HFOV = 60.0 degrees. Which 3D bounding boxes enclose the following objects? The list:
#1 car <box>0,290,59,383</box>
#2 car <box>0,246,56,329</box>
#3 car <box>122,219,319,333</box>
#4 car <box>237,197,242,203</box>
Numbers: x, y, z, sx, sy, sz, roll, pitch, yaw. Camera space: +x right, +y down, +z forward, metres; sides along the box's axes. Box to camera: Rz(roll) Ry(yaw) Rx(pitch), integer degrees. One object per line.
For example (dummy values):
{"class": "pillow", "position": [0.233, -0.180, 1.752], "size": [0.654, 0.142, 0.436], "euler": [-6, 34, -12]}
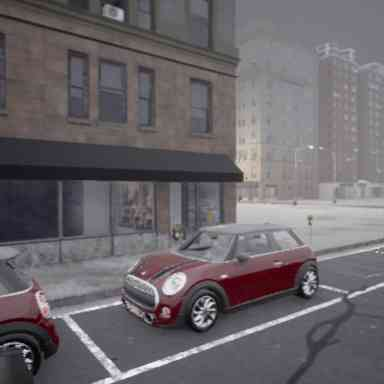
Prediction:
{"class": "car", "position": [-2.928, 1.615, 0.983], "size": [4.718, 1.301, 1.895], "euler": [-1, 0, -36]}
{"class": "car", "position": [-3.730, 1.448, 3.525], "size": [4.097, 1.590, 1.967], "euler": [-1, 0, -36]}
{"class": "car", "position": [0.670, 1.409, 6.670], "size": [4.097, 1.590, 1.967], "euler": [-1, 0, -36]}
{"class": "car", "position": [6.248, 1.134, 56.127], "size": [1.895, 1.301, 4.718], "euler": [0, 1, -35]}
